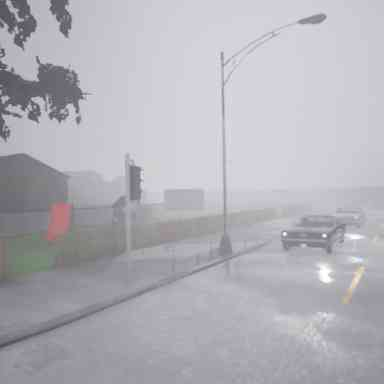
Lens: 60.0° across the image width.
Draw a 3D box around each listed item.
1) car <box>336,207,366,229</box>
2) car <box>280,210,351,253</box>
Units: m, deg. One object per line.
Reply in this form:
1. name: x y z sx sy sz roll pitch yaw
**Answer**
1. car: 10.660 1.687 22.723 1.895 1.301 4.718 -2 -1 32
2. car: 5.331 1.684 14.263 1.895 1.301 4.718 -2 -1 32
